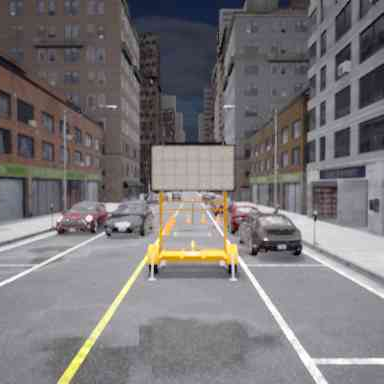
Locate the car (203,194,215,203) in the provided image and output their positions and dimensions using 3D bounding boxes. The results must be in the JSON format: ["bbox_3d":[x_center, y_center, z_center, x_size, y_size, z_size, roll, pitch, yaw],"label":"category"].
[{"bbox_3d":[2.842,1.071,56.471,1.887,1.381,4.507,-1,0,0],"label":"car"}]

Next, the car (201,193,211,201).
[{"bbox_3d":[2.859,0.984,67.482,1.887,1.381,4.507,-1,0,0],"label":"car"}]

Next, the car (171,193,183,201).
[{"bbox_3d":[-2.901,0.974,64.685,1.837,1.490,4.892,0,0,0],"label":"car"}]

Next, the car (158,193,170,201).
[{"bbox_3d":[-5.666,0.984,67.496,1.887,1.381,4.507,-1,0,0],"label":"car"}]

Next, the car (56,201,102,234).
[{"bbox_3d":[-5.745,1.282,17.950,1.967,1.590,4.097,-1,0,0],"label":"car"}]

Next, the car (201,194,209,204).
[{"bbox_3d":[2.833,1.136,50.967,1.947,1.339,4.313,-1,0,0],"label":"car"}]

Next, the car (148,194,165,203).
[{"bbox_3d":[-5.694,1.010,50.979,1.967,1.590,4.097,-1,0,0],"label":"car"}]

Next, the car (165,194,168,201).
[{"bbox_3d":[-5.683,1.092,56.486,1.947,1.339,4.313,-1,0,0],"label":"car"}]

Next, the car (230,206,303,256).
[{"bbox_3d":[2.772,1.440,12.432,2.008,1.369,4.403,-1,0,0],"label":"car"}]

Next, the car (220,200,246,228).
[{"bbox_3d":[2.781,1.387,17.937,1.887,1.381,4.507,-1,0,0],"label":"car"}]

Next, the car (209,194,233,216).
[{"bbox_3d":[2.797,1.190,28.946,1.967,1.590,4.097,-1,0,0],"label":"car"}]

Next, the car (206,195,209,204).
[{"bbox_3d":[2.807,1.249,34.452,1.887,1.381,4.507,-1,0,0],"label":"car"}]

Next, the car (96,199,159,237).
[{"bbox_3d":[-3.073,1.341,17.111,2.128,1.511,4.902,0,0,0],"label":"car"}]

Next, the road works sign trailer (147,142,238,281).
[{"bbox_3d":[0.028,0.378,9.565,2.380,3.560,2.880,0,1,0],"label":"road works sign trailer"}]

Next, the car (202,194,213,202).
[{"bbox_3d":[2.850,1.027,61.977,1.887,1.381,4.507,-1,0,0],"label":"car"}]
